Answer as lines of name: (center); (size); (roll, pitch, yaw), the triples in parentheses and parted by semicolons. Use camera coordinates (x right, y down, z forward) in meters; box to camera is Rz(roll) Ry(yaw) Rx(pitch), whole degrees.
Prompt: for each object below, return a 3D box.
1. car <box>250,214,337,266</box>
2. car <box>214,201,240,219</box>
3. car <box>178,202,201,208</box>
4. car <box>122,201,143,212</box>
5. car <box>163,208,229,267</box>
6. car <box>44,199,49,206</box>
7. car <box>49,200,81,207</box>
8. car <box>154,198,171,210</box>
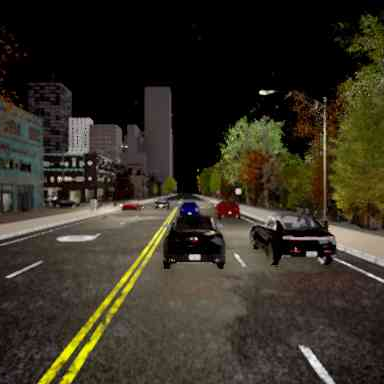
car: (3.297, 1.513, 11.647); (2.128, 1.511, 4.902); (0, 0, -1)
car: (3.035, 1.533, 29.314); (1.882, 1.535, 5.008); (0, 0, -1)
car: (-0.210, 1.581, 28.974); (1.812, 1.442, 4.674); (0, 0, -1)
car: (-7.053, 1.678, 39.536); (1.895, 1.301, 4.718); (0, 0, -1)
car: (0.048, 1.526, 11.426); (1.837, 1.490, 4.892); (0, 0, -1)
car: (-29.178, 1.940, 63.545); (4.403, 1.369, 2.008); (-1, 1, -1)
car: (-20.704, 1.926, 55.173); (4.313, 1.339, 1.947); (-1, 1, -1)
car: (-3.839, 1.576, 43.671); (2.128, 1.511, 4.902); (0, 0, 0)
